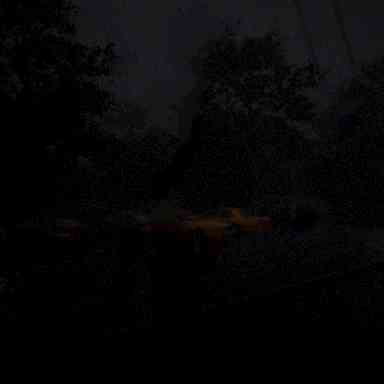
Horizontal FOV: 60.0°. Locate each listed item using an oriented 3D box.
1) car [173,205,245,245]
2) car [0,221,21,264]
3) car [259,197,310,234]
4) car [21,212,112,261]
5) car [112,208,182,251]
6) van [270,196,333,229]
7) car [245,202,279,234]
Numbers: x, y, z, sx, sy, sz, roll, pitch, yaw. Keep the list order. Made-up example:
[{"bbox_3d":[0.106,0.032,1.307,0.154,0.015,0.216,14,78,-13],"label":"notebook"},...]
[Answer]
[{"bbox_3d":[-0.499,1.482,15.735,5.366,1.575,1.946,-1,-1,34],"label":"car"},{"bbox_3d":[-7.800,1.379,10.566,4.553,1.767,2.185,-1,0,35],"label":"car"},{"bbox_3d":[4.098,1.350,19.381,4.553,1.767,2.185,-1,0,33],"label":"car"},{"bbox_3d":[-5.421,1.539,12.315,4.674,1.452,2.002,-1,0,34],"label":"car"},{"bbox_3d":[-3.033,1.533,14.066,4.674,1.452,2.002,-1,0,34],"label":"car"},{"bbox_3d":[6.516,1.242,21.147,4.442,1.987,1.878,-1,-1,33],"label":"van"},{"bbox_3d":[1.558,1.481,17.710,5.366,1.575,1.946,-1,0,33],"label":"car"}]
